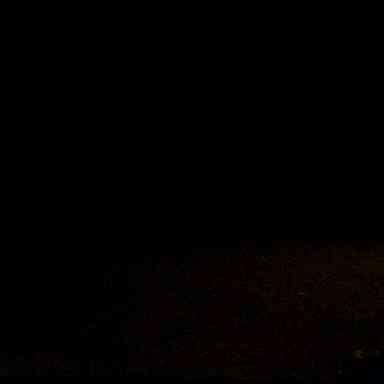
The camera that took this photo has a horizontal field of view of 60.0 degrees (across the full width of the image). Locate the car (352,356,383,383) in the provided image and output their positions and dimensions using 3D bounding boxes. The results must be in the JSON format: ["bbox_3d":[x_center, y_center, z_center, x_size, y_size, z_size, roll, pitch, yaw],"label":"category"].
[{"bbox_3d":[3.772,1.757,2.415,5.008,1.535,1.882,2,-3,-2],"label":"car"}]
